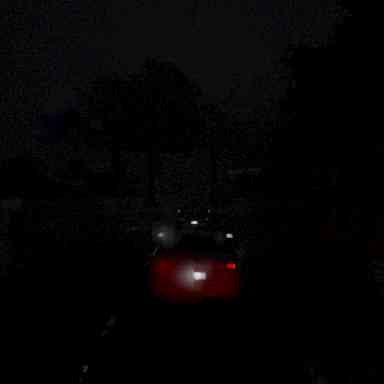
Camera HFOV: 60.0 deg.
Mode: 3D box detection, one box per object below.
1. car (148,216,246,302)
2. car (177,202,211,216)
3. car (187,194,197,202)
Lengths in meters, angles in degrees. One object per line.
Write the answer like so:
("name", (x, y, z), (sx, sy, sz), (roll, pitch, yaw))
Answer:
("car", (0.099, 1.527, 8.226), (1.994, 1.385, 4.181), (0, 0, 0))
("car", (0.107, 1.501, 18.735), (1.994, 1.385, 4.181), (0, 0, 0))
("car", (0.016, 1.609, 67.698), (1.837, 1.490, 4.892), (0, 0, 0))
